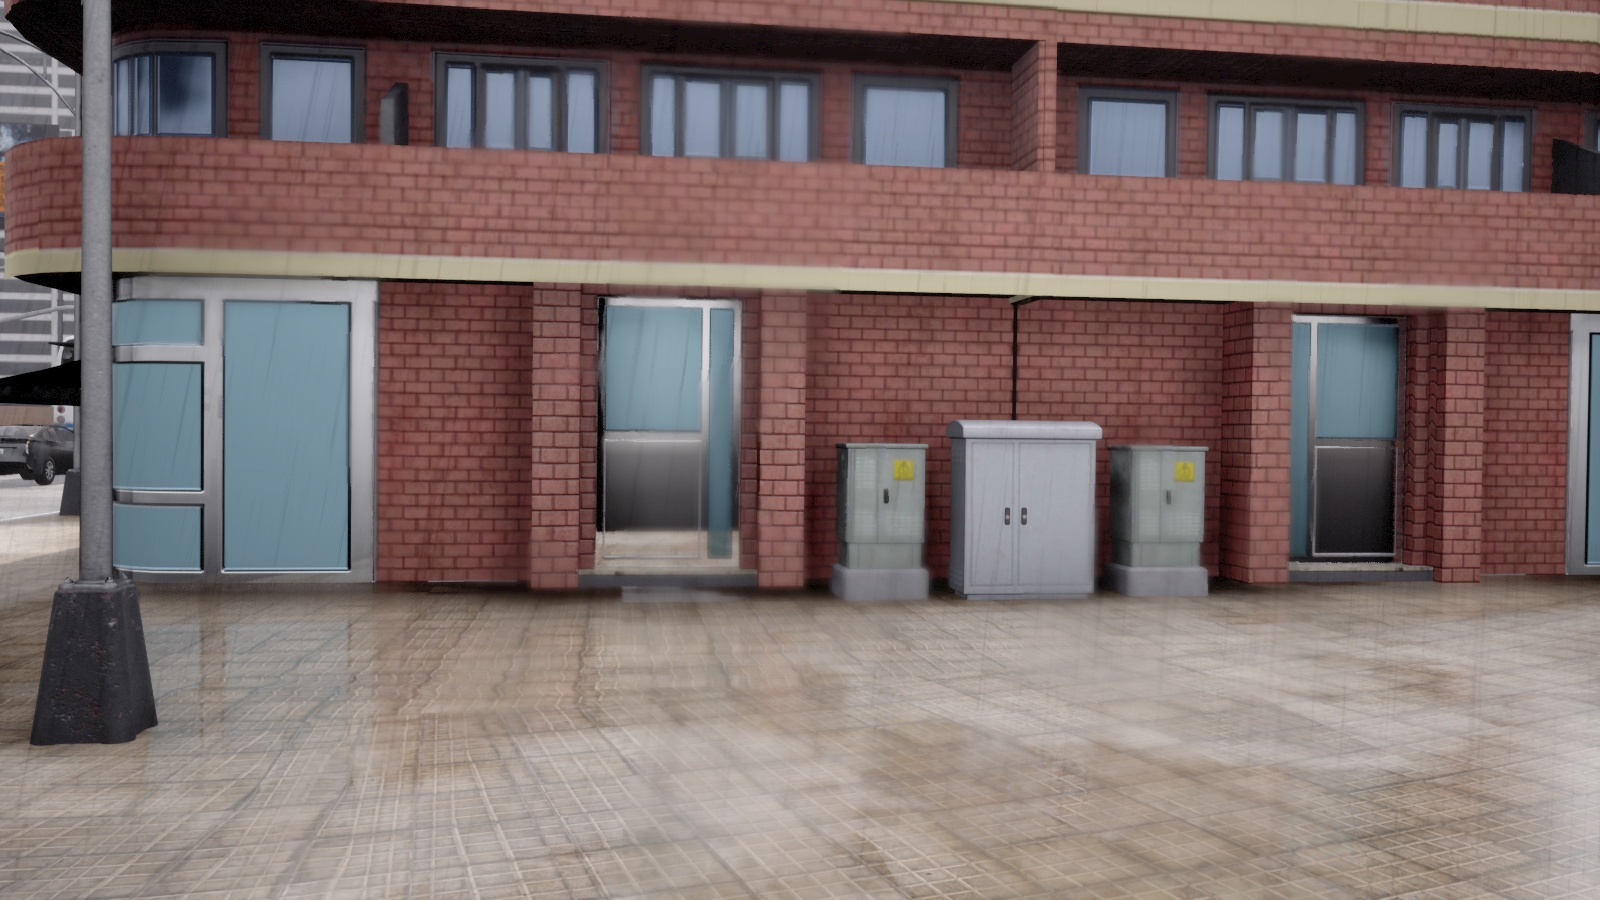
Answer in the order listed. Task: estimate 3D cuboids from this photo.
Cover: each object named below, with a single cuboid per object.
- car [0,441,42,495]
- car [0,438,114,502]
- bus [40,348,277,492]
[{"bbox_3d":[-24.427,0.507,37.473,2.163,1.488,4.792,-1,1,-19],"label":"car"},{"bbox_3d":[-19.882,0.482,32.751,2.007,1.525,4.514,-1,1,-8],"label":"car"},{"bbox_3d":[-21.282,-0.987,42.636,3.944,4.253,10.273,-1,1,-8],"label":"bus"}]
